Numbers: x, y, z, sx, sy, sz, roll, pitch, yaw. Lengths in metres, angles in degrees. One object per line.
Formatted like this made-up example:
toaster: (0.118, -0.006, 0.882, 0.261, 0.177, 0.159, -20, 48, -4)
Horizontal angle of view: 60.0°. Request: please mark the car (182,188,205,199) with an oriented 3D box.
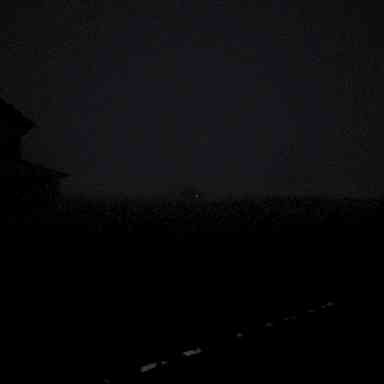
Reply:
car: (0.191, 0.260, 63.605, 2.150, 2.045, 5.566, 0, 1, -34)
